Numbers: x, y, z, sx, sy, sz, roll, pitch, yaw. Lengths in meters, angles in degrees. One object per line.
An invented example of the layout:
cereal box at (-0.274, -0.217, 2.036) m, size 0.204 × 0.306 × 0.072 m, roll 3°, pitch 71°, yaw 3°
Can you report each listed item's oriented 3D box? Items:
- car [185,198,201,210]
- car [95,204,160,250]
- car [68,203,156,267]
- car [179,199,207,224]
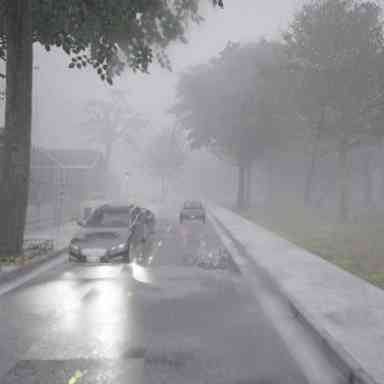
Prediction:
car at (0.104, 1.527, 43.004) m, size 1.895 × 1.301 × 4.718 m, roll 0°, pitch 0°, yaw 0°
car at (-2.808, 1.471, 15.757) m, size 2.128 × 1.511 × 4.902 m, roll 0°, pitch 2°, yaw 0°
car at (-2.740, 1.269, 11.705) m, size 2.128 × 1.511 × 4.902 m, roll 0°, pitch 8°, yaw 0°
car at (0.067, 1.440, 24.641) m, size 2.128 × 1.511 × 4.902 m, roll 0°, pitch 0°, yaw 0°
